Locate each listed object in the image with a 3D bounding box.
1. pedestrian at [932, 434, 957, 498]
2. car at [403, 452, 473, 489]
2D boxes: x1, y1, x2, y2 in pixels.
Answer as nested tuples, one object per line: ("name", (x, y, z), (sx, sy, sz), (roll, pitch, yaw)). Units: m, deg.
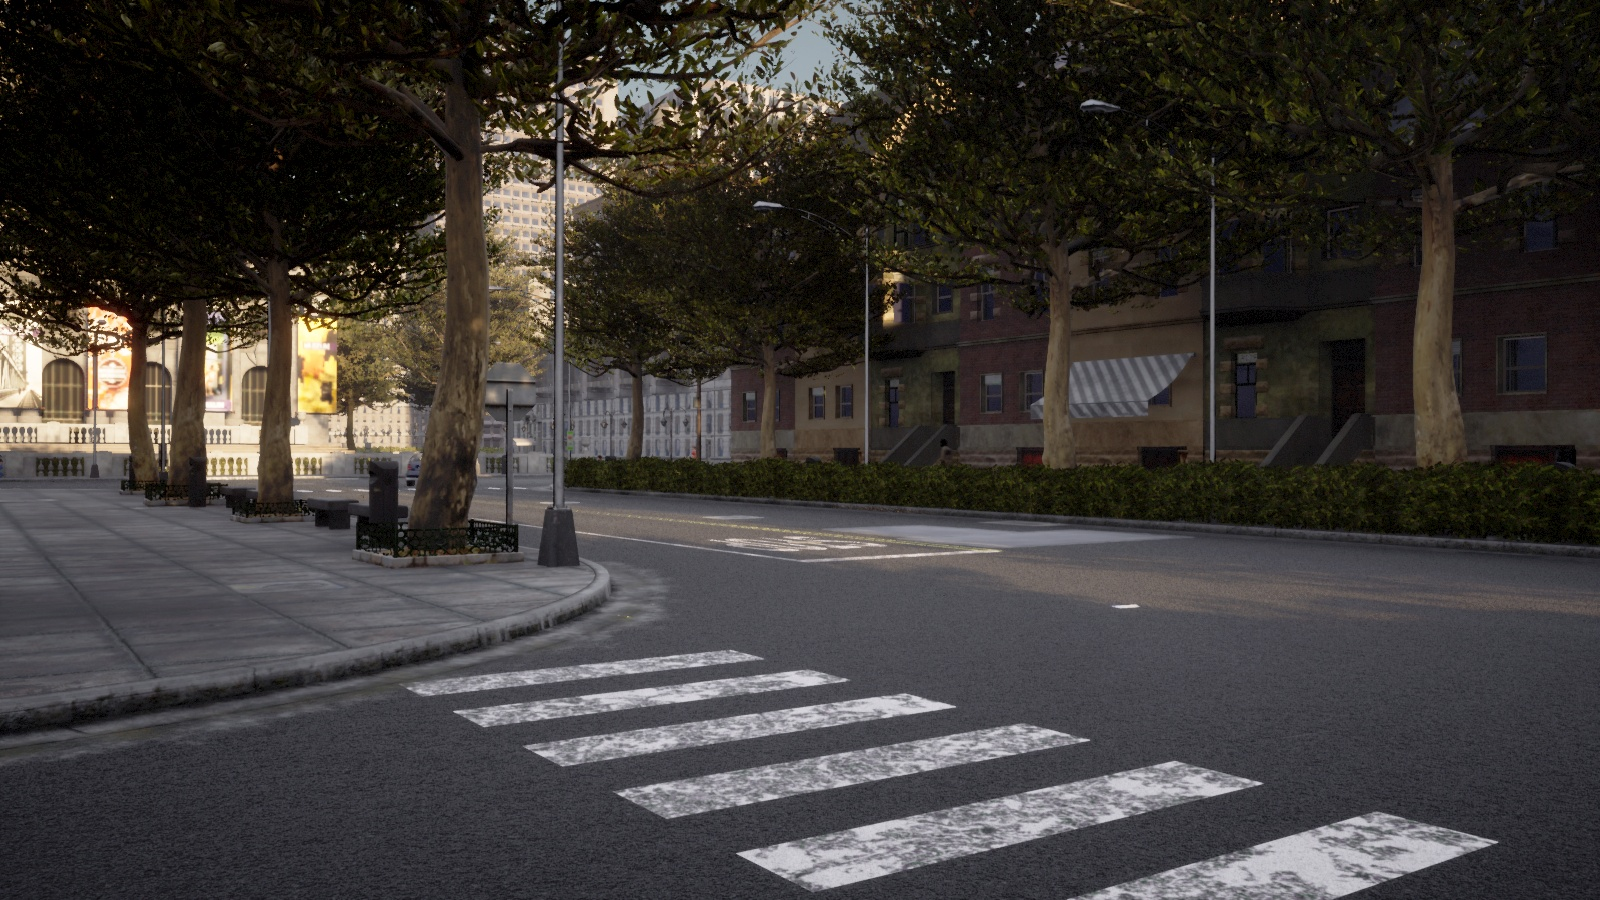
("pedestrian", (4.372, 0.485, 38.096), (0.396, 1.930, 0.692), (0, 0, -34))
("car", (-16.026, 0.894, 55.775), (1.789, 1.549, 3.705), (-1, 0, 5))
